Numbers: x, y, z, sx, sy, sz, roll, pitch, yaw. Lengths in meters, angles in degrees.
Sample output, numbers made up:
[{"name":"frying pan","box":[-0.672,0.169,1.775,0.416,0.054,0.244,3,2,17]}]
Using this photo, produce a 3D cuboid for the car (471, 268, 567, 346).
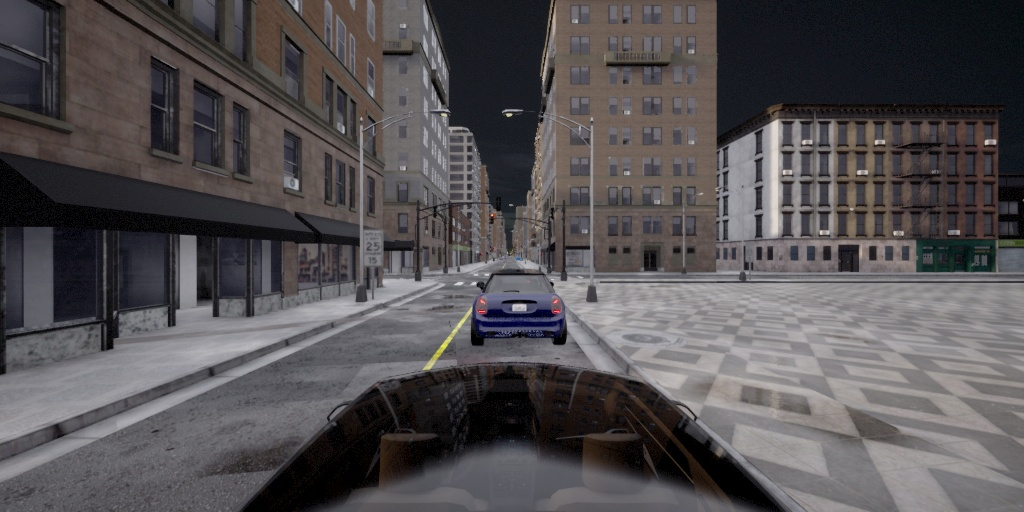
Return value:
[{"name":"car","box":[0.101,1.101,9.621,2.097,1.767,4.553,0,0,-1]}]
